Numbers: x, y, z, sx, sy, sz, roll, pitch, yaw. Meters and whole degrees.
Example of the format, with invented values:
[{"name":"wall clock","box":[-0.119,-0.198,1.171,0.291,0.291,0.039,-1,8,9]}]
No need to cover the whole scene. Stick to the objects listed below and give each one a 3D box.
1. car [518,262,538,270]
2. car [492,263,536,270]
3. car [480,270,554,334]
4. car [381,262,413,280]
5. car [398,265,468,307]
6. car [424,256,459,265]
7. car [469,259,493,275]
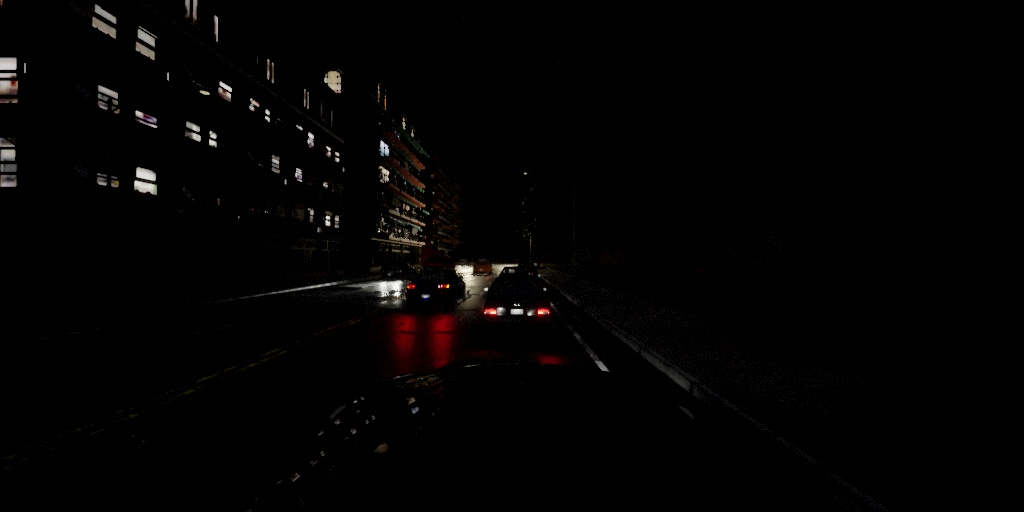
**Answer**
[{"name":"car","box":[1.155,1.256,30.702,1.837,1.490,4.892,0,0,0]},{"name":"car","box":[0.111,1.299,20.934,2.033,1.411,5.357,0,0,0]},{"name":"car","box":[0.107,1.298,10.573,2.033,1.411,5.357,0,0,0]},{"name":"car","box":[-9.833,1.242,31.243,2.128,1.511,4.902,0,0,0]},{"name":"car","box":[-3.143,1.276,15.352,1.812,1.442,4.674,0,0,0]},{"name":"car","box":[-6.581,0.972,32.569,2.150,2.045,5.566,0,0,0]},{"name":"car","box":[-3.128,1.228,38.843,1.882,1.535,5.008,0,0,0]}]
